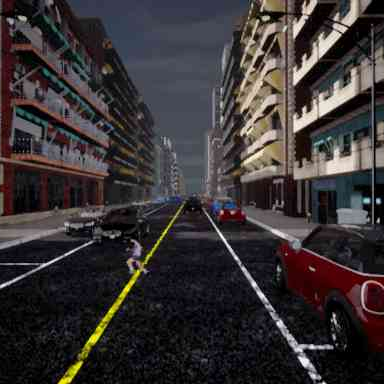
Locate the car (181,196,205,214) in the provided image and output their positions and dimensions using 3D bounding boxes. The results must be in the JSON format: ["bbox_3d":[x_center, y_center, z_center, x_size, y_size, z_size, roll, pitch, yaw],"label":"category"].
[{"bbox_3d":[0.098,1.470,34.906,1.882,1.535,5.008,0,0,0],"label":"car"}]

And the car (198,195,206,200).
[{"bbox_3d":[2.718,1.546,90.351,1.887,1.381,4.507,0,0,0],"label":"car"}]

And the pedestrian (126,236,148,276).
[{"bbox_3d":[-1.471,1.671,8.913,0.500,1.100,0.500,1,-1,0],"label":"pedestrian"}]

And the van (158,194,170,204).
[{"bbox_3d":[-5.667,1.335,62.748,1.690,1.788,3.998,1,0,0],"label":"van"}]

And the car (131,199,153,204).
[{"bbox_3d":[-5.675,1.543,35.132,2.008,1.369,4.403,1,0,0],"label":"car"}]

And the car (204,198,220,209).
[{"bbox_3d":[2.708,1.558,46.164,1.947,1.339,4.313,0,0,0],"label":"car"}]

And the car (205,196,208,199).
[{"bbox_3d":[2.707,1.537,40.640,1.887,1.381,4.507,0,0,0],"label":"car"}]

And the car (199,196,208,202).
[{"bbox_3d":[2.715,1.579,79.304,1.802,1.307,4.206,0,0,0],"label":"car"}]

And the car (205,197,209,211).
[{"bbox_3d":[2.706,1.537,35.116,1.887,1.381,4.507,0,0,0],"label":"car"}]

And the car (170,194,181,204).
[{"bbox_3d":[-3.000,1.471,63.734,1.882,1.535,5.008,0,0,0],"label":"car"}]

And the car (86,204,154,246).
[{"bbox_3d":[-3.098,1.500,15.342,1.837,1.490,4.892,0,0,0],"label":"car"}]

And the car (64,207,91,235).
[{"bbox_3d":[-5.679,1.545,18.561,2.008,1.369,4.403,1,0,0],"label":"car"}]

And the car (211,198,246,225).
[{"bbox_3d":[2.704,1.433,24.069,1.967,1.590,4.097,1,0,0],"label":"car"}]

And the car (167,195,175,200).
[{"bbox_3d":[-5.663,1.568,90.365,1.947,1.339,4.313,0,0,0],"label":"car"}]

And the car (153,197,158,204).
[{"bbox_3d":[-5.674,1.543,40.655,2.008,1.369,4.403,1,0,0],"label":"car"}]

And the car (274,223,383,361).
[{"bbox_3d":[3.001,1.349,6.100,2.097,1.767,4.553,0,0,0],"label":"car"}]

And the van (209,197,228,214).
[{"bbox_3d":[2.707,1.334,29.593,1.690,1.788,3.998,1,0,0],"label":"van"}]

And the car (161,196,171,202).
[{"bbox_3d":[-5.666,1.521,73.625,1.752,1.417,4.829,0,0,0],"label":"car"}]
